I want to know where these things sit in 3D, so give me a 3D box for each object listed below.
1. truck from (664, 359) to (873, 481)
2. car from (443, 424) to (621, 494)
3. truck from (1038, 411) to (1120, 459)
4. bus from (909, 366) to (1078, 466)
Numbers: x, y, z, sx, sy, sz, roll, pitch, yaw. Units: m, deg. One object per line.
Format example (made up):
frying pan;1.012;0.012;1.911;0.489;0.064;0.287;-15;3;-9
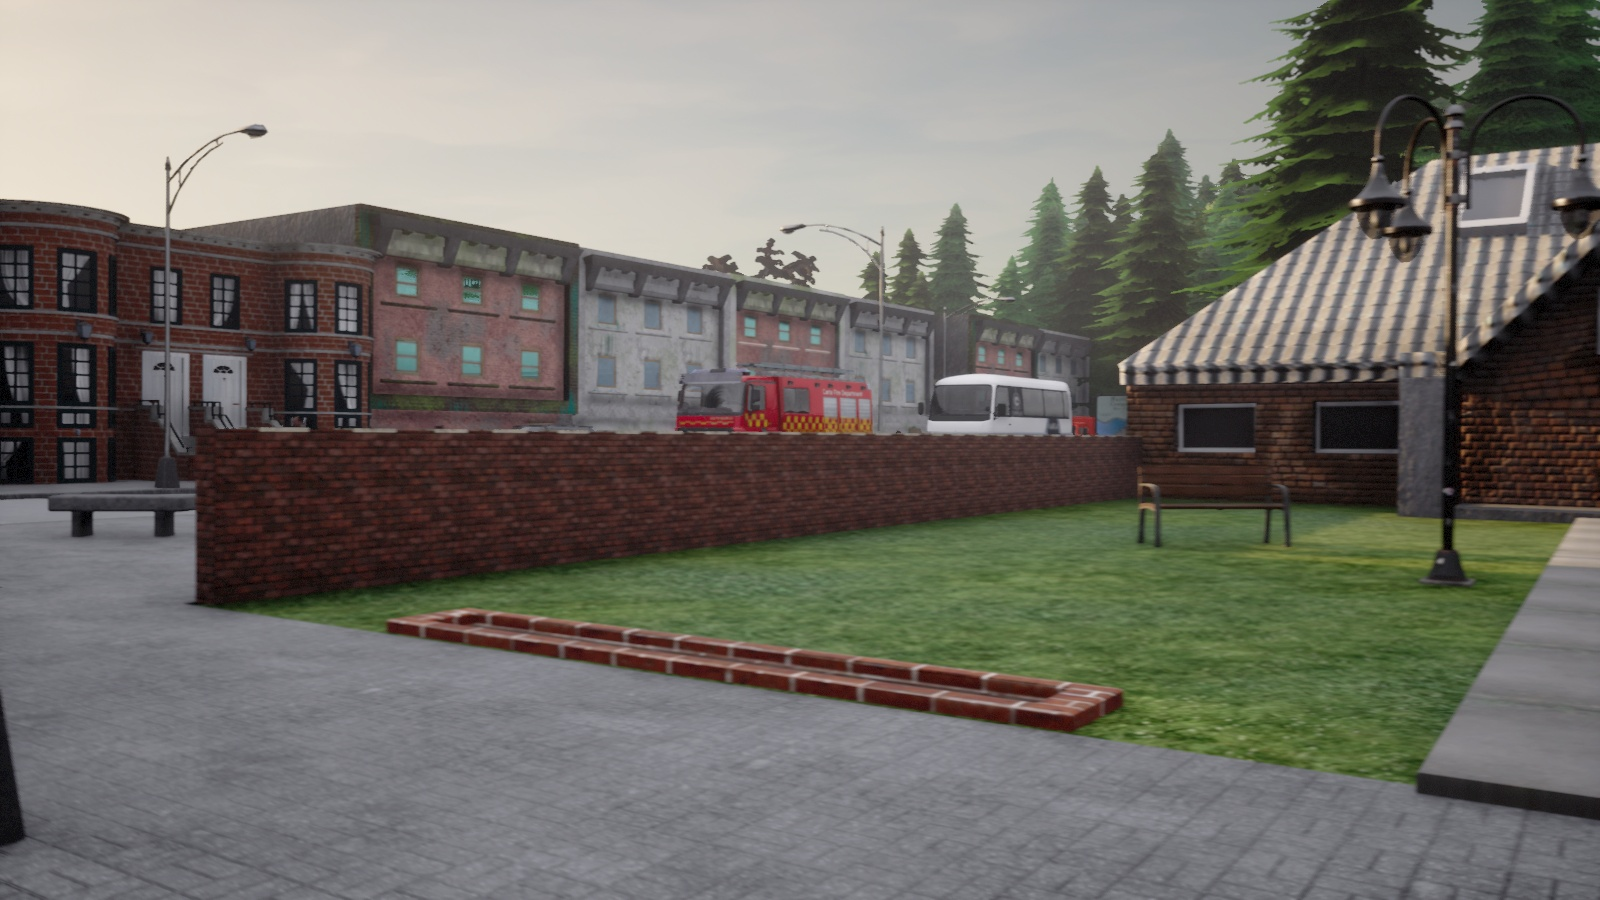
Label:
truck;-0.869;-1.023;43.804;2.891;3.827;8.468;0;1;34
car;-7.219;0.187;34.280;2.097;1.767;4.553;0;1;34
truck;15.077;-0.826;67.743;2.627;2.467;5.204;0;2;33
bus;9.332;-1.536;59.096;3.944;4.253;10.273;0;1;33
